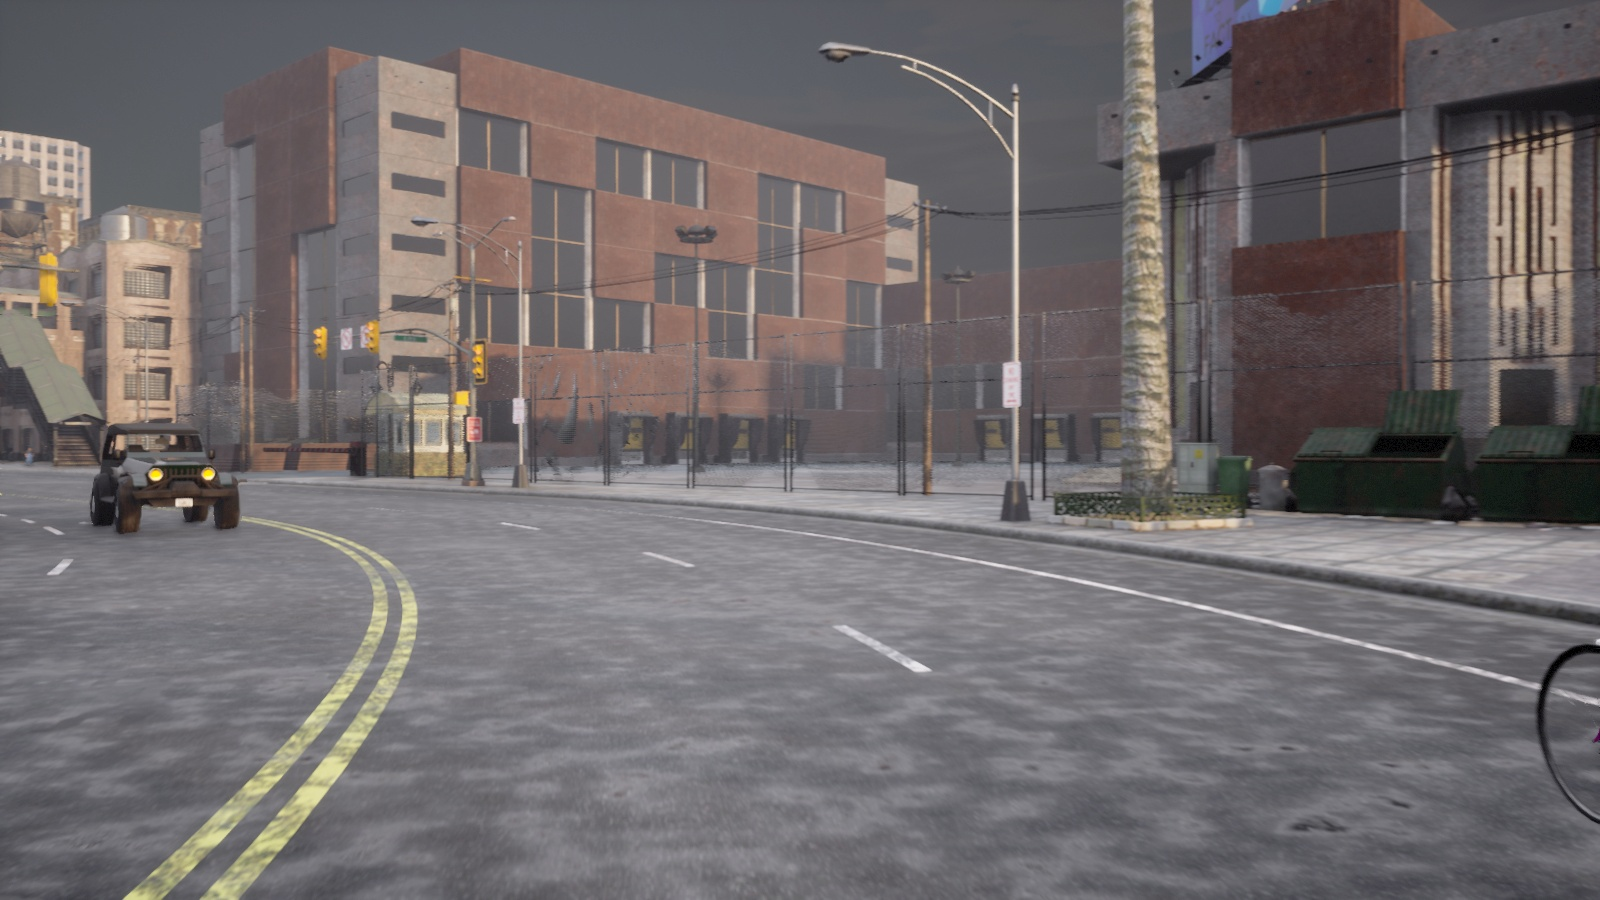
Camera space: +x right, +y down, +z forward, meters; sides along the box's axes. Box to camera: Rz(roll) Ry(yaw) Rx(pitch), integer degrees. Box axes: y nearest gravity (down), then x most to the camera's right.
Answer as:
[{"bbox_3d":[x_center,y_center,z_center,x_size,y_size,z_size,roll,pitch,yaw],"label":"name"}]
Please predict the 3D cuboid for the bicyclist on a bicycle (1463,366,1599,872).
[{"bbox_3d":[3.150,0.592,4.275,0.659,1.776,1.843,0,1,-6],"label":"bicyclist on a bicycle"}]

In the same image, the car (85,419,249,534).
[{"bbox_3d":[-11.408,0.418,22.511,1.905,1.878,3.866,0,0,-38],"label":"car"}]
